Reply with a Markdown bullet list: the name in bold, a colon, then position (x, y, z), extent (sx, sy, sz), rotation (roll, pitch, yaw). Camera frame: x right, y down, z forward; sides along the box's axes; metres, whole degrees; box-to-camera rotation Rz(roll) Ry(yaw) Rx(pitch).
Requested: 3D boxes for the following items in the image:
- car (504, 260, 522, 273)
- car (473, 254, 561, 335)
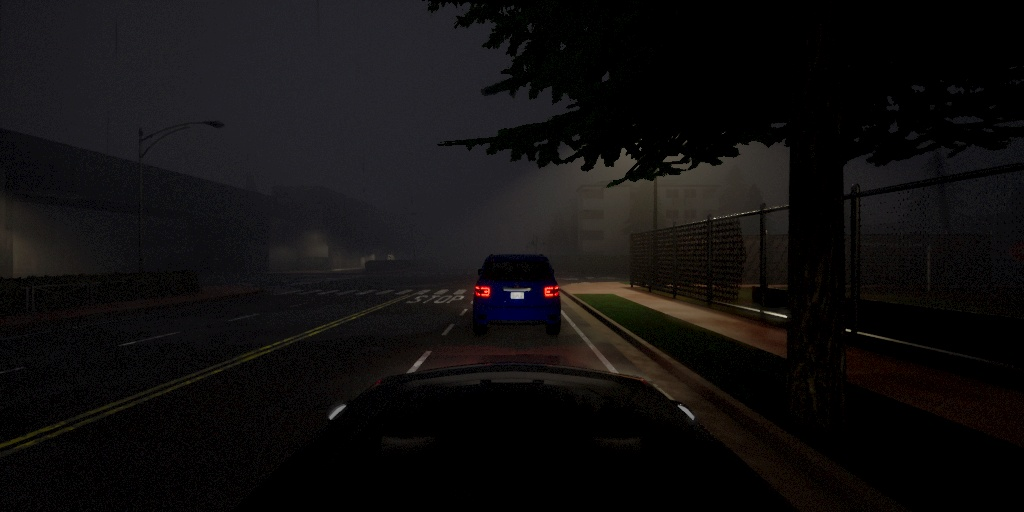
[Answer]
- **car**: position (0.069, 1.242, 45.524), extent (2.128, 1.511, 4.902), rotation (0, 0, 0)
- **car**: position (0.124, 0.972, 10.649), extent (2.150, 2.045, 5.566), rotation (0, 0, 0)
